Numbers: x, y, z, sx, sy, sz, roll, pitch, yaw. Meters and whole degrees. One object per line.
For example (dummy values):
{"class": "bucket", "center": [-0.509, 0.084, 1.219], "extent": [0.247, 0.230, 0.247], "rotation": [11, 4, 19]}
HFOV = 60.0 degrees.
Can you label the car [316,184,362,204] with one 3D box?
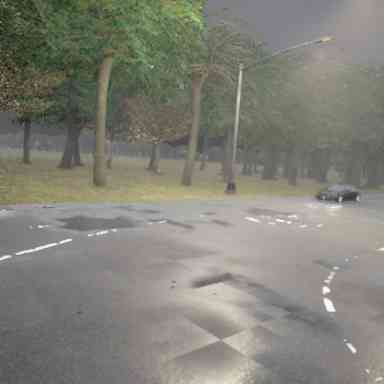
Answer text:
{"class": "car", "center": [12.122, 0.100, 27.329], "extent": [5.008, 1.535, 1.882], "rotation": [-2, 8, -40]}
